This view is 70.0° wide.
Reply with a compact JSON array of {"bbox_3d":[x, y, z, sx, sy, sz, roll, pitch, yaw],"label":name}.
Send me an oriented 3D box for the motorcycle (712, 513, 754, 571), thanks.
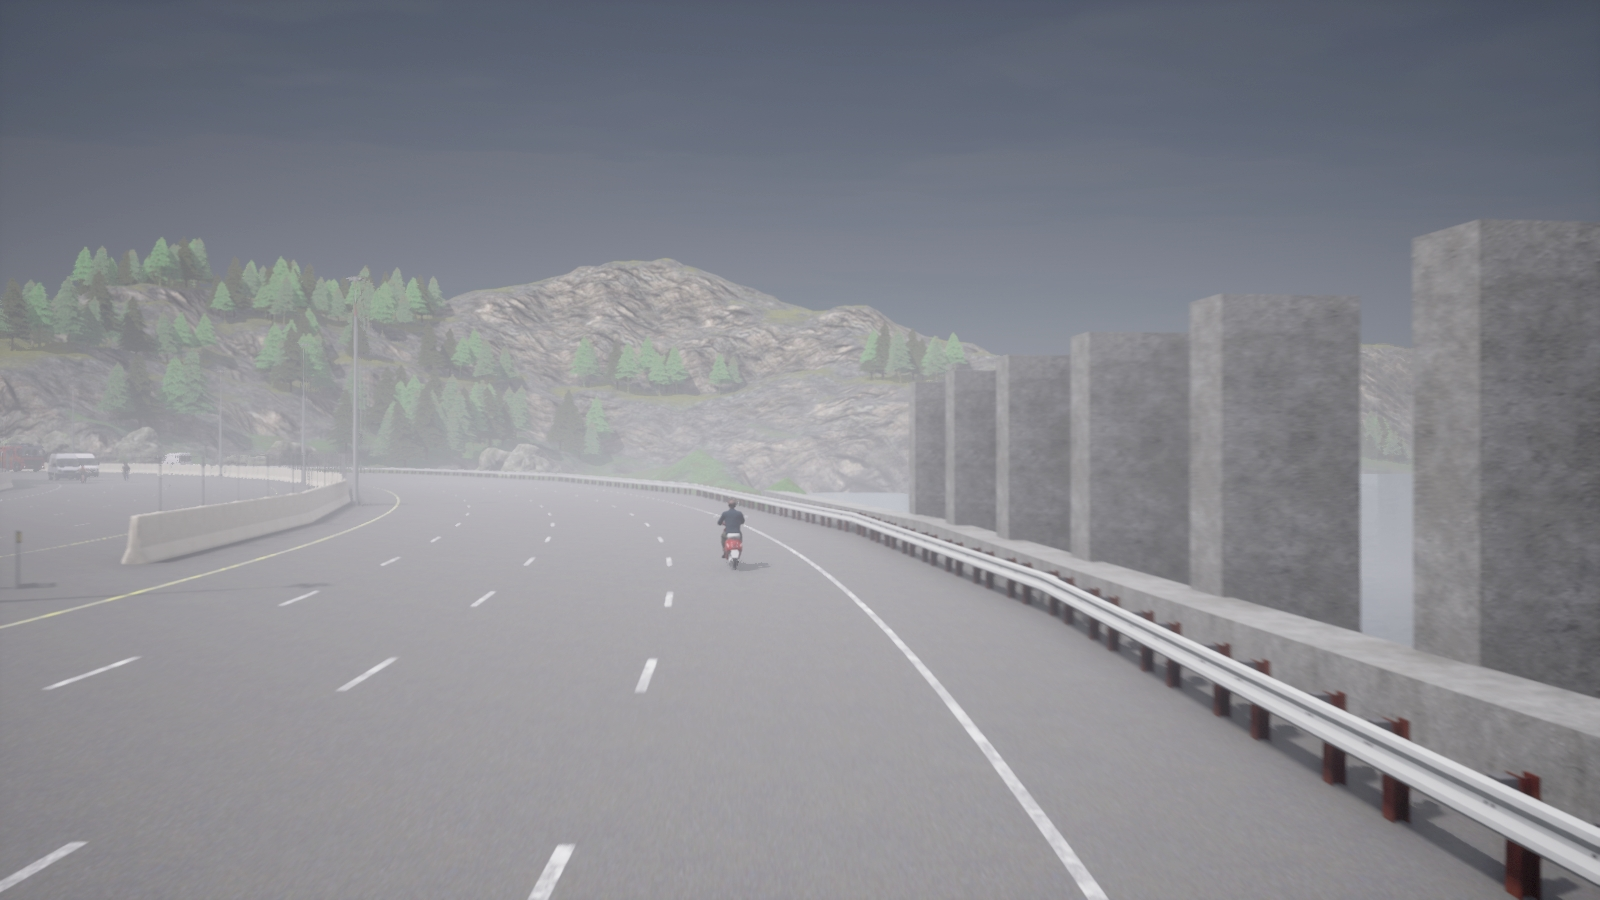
[{"bbox_3d":[-1.632,2.195,27.513,0.856,1.236,1.805,-1,0,-8],"label":"motorcycle"}]
